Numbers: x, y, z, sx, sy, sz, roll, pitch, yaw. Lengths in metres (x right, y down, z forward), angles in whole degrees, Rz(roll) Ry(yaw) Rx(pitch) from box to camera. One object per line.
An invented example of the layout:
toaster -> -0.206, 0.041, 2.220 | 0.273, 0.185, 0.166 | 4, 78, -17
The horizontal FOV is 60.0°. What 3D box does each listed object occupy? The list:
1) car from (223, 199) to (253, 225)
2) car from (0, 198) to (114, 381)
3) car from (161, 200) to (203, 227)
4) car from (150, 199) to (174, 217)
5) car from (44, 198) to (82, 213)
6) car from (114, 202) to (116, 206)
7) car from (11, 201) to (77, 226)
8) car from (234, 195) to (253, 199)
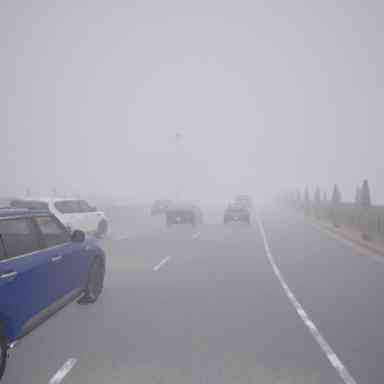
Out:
car -> 3.374, 1.562, 24.608 | 2.128, 1.511, 4.902 | 0, 0, 10
car -> -3.107, 1.218, 5.019 | 2.150, 2.045, 5.566 | 0, 0, 4
car -> -0.425, 1.531, 23.250 | 1.882, 1.535, 5.008 | 0, 0, 10
car -> -2.420, 1.434, 31.993 | 2.097, 1.767, 4.553 | 0, 0, 10
car -> -15.389, 1.556, 39.983 | 1.882, 1.535, 5.008 | 0, 0, 11
car -> -11.422, 1.648, 42.106 | 2.033, 1.411, 5.357 | 0, 0, 11
car -> -10.973, 1.522, 25.101 | 2.128, 1.511, 4.902 | 0, 0, 10
car -> 6.461, 1.376, 41.845 | 2.150, 2.045, 5.566 | 0, 0, 10
